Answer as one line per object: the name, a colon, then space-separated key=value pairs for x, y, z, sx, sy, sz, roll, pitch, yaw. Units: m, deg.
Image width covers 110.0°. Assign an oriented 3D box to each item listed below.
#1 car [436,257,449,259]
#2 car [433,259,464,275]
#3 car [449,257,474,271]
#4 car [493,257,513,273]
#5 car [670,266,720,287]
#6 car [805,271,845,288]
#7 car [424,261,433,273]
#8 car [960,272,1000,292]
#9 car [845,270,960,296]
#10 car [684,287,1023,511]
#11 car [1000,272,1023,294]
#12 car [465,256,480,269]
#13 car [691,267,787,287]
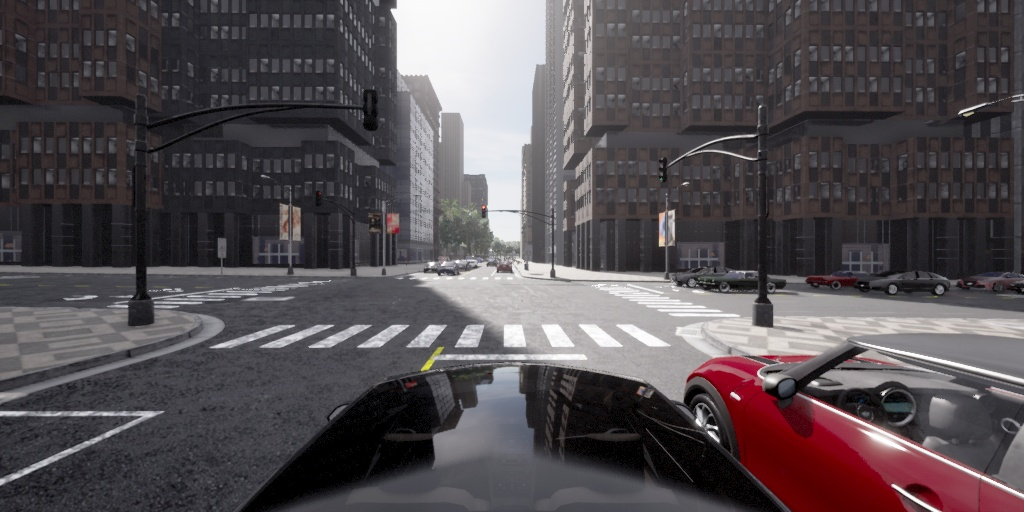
car: x=-9.506 y=1.083 z=48.838 sx=2.192 sy=1.841 sz=5.009 roll=0 pitch=0 yaw=-1
car: x=-6.686 y=1.293 z=38.321 sx=2.033 sy=1.411 sz=5.357 roll=0 pitch=0 yaw=-1
car: x=-6.834 y=1.259 z=48.587 sx=2.128 sy=1.511 sz=4.902 roll=0 pitch=0 yaw=-1
car: x=-0.907 y=1.196 z=43.526 sx=1.967 sy=1.591 sz=4.097 roll=0 pitch=0 yaw=-1
car: x=13.853 y=1.476 z=25.586 sx=4.892 sy=1.490 sz=1.837 roll=1 pitch=0 yaw=-1
car: x=23.939 y=1.718 z=25.702 sx=4.718 sy=1.301 sz=1.895 roll=1 pitch=0 yaw=-1
car: x=-9.431 y=1.322 z=43.412 sx=1.948 sy=1.339 sz=4.313 roll=0 pitch=0 yaw=-1
car: x=34.982 y=1.842 z=25.844 sx=4.181 sy=1.385 sz=1.994 roll=1 pitch=0 yaw=0
car: x=24.359 y=1.631 z=22.472 sx=4.892 sy=1.490 sz=1.837 roll=1 pitch=0 yaw=-1
car: x=2.761 y=1.190 z=2.160 sx=1.967 sy=1.591 sz=4.097 roll=0 pitch=0 yaw=0
car: x=34.987 y=1.829 z=22.602 sx=5.357 sy=1.411 sz=2.033 roll=1 pitch=0 yaw=-1
car: x=-6.965 y=1.013 z=59.219 sx=2.150 sy=2.045 sz=5.566 roll=0 pitch=0 yaw=0
car: x=14.159 y=1.580 z=22.340 sx=4.718 sy=1.301 sz=1.895 roll=1 pitch=0 yaw=-3
